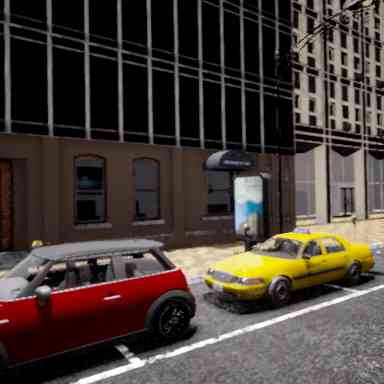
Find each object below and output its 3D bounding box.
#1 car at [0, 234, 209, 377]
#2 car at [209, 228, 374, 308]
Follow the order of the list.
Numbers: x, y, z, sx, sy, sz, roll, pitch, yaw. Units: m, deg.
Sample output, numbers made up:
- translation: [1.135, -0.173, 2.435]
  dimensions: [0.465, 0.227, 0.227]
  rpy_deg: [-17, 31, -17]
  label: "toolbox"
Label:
- translation: [-2.027, 1.552, 5.069]
  dimensions: [4.097, 1.590, 1.967]
  rpy_deg: [0, -1, -34]
  label: "car"
- translation: [2.529, 1.598, 8.112]
  dimensions: [4.829, 1.417, 1.752]
  rpy_deg: [0, -1, -34]
  label: "car"
